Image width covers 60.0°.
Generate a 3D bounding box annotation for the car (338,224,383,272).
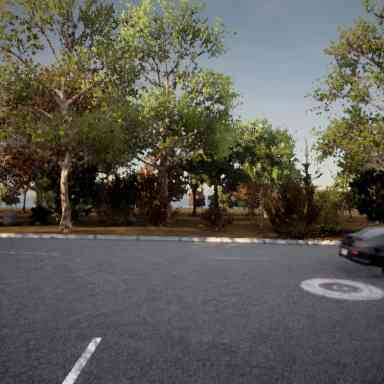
[{"bbox_3d":[6.779,1.654,9.781,4.674,1.442,1.812,2,-1,0],"label":"car"}]
